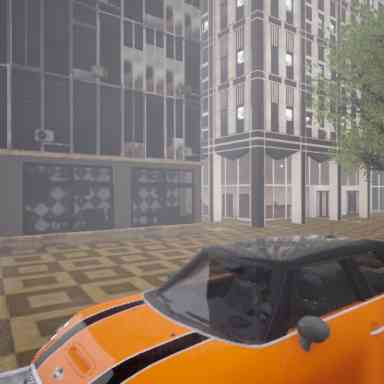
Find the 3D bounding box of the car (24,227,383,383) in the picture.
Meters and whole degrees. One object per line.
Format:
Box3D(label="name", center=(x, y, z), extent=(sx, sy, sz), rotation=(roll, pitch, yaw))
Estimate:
Box3D(label="car", center=(0.707, 1.352, 3.581), extent=(4.553, 1.767, 2.097), rotation=(0, 0, -36))
